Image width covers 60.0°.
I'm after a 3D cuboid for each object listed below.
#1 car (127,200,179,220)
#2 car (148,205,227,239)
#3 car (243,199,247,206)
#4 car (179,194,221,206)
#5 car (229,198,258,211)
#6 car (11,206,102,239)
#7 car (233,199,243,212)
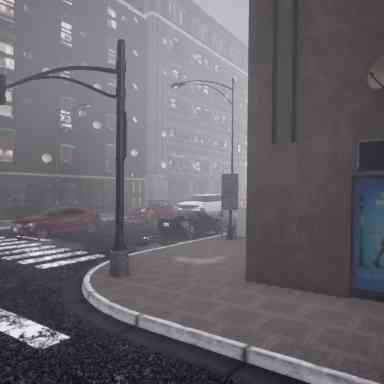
[{"bbox_3d":[-3.280,1.362,26.807,1.967,1.590,4.097,1,1,35],"label":"car"},{"bbox_3d":[-0.041,1.599,17.708,1.947,1.339,4.313,1,1,35],"label":"car"},{"bbox_3d":[7.058,1.289,37.228,2.097,1.767,4.553,1,1,35],"label":"car"},{"bbox_3d":[0.920,1.173,28.499,2.150,2.045,5.566,1,0,35],"label":"car"},{"bbox_3d":[6.348,1.483,40.530,1.802,1.307,4.206,1,1,35],"label":"car"},{"bbox_3d":[-6.888,1.491,17.381,1.812,1.442,4.674,1,1,35],"label":"car"},{"bbox_3d":[3.141,1.223,35.954,2.192,1.841,5.009,1,1,35],"label":"car"}]
